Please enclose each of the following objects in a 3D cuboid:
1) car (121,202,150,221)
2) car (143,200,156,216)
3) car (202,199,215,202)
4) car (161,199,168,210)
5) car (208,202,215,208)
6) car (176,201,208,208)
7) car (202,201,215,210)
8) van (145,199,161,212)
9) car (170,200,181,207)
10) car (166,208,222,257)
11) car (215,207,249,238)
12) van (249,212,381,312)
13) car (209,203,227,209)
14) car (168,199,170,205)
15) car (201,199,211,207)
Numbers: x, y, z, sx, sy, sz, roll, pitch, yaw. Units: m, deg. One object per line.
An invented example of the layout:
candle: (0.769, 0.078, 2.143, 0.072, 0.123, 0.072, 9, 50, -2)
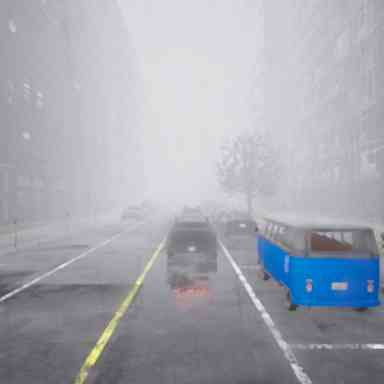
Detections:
car: (-5.319, 1.909, 30.516, 1.802, 1.307, 4.206, 1, -1, 0)
car: (-5.321, 1.910, 35.993, 1.752, 1.417, 4.829, 1, -1, 0)
car: (2.556, 1.944, 47.214, 1.967, 1.590, 4.097, 1, -1, 0)
car: (-5.329, 2.148, 53.101, 1.802, 1.307, 4.206, 1, -1, 0)
car: (2.562, 1.890, 30.256, 1.947, 1.339, 4.313, 1, -1, 0)
car: (0.010, 1.798, 28.509, 2.128, 1.511, 4.902, 0, 0, 0)
car: (2.552, 2.108, 52.865, 1.887, 1.381, 4.507, 1, -1, 0)
van: (-5.321, 1.788, 41.811, 1.690, 1.788, 3.998, 1, -1, 0)
car: (-2.791, 2.295, 65.370, 1.895, 1.301, 4.718, 0, -1, 0)
car: (0.017, 1.653, 13.522, 1.837, 1.490, 4.892, 0, 0, 1)
car: (2.567, 1.769, 18.951, 1.947, 1.339, 4.313, 1, -1, 0)
van: (2.574, 1.424, 7.649, 1.690, 1.788, 3.998, 1, -1, 0)
car: (2.564, 1.808, 24.604, 1.887, 1.381, 4.507, 1, -1, 0)
car: (-5.339, 2.355, 75.687, 2.008, 1.369, 4.403, 1, -1, 0)
car: (2.720, 2.214, 66.670, 1.837, 1.490, 4.892, 0, -1, 0)
